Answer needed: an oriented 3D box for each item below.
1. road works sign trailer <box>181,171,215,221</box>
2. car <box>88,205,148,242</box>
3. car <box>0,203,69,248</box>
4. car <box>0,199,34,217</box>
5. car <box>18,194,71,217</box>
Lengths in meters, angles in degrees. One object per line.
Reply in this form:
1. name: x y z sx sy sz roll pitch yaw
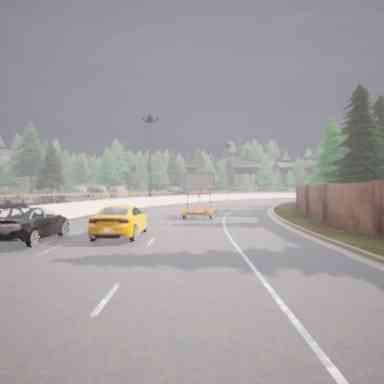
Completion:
1. road works sign trailer: 0.567 0.242 25.325 2.380 3.560 2.880 0 1 10
2. car: -3.305 1.339 15.668 1.882 1.535 5.008 0 1 2
3. car: -6.850 1.367 14.053 2.128 1.511 4.902 0 1 1
4. car: -16.343 1.342 29.473 1.895 1.301 4.718 0 1 8
5. car: -12.798 1.095 29.211 2.097 1.767 4.553 0 0 9
